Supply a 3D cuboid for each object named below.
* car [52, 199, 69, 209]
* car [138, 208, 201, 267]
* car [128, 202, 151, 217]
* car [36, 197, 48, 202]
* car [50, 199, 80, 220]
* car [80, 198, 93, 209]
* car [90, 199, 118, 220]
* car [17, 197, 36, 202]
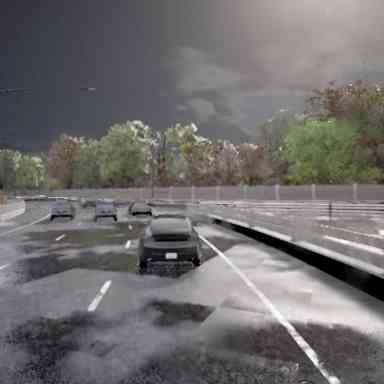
[{"bbox_3d":[-19.666,1.752,49.694,1.994,1.385,4.181,0,0,-28],"label":"car"},{"bbox_3d":[-0.806,1.530,11.606,1.837,1.490,4.892,0,0,-6],"label":"car"},{"bbox_3d":[-5.264,1.651,33.292,1.994,1.385,4.181,0,0,-17],"label":"car"},{"bbox_3d":[-38.906,1.814,85.093,4.718,1.301,1.895,0,0,39],"label":"car"},{"bbox_3d":[-11.301,1.657,29.378,2.033,1.411,5.357,0,0,-16],"label":"car"},{"bbox_3d":[-15.685,1.674,49.641,1.837,1.490,4.892,0,0,-27],"label":"car"},{"bbox_3d":[-7.524,1.638,28.904,2.033,1.411,5.357,0,0,-16],"label":"car"},{"bbox_3d":[-41.623,1.809,82.738,4.718,1.301,1.895,0,0,39],"label":"car"}]
